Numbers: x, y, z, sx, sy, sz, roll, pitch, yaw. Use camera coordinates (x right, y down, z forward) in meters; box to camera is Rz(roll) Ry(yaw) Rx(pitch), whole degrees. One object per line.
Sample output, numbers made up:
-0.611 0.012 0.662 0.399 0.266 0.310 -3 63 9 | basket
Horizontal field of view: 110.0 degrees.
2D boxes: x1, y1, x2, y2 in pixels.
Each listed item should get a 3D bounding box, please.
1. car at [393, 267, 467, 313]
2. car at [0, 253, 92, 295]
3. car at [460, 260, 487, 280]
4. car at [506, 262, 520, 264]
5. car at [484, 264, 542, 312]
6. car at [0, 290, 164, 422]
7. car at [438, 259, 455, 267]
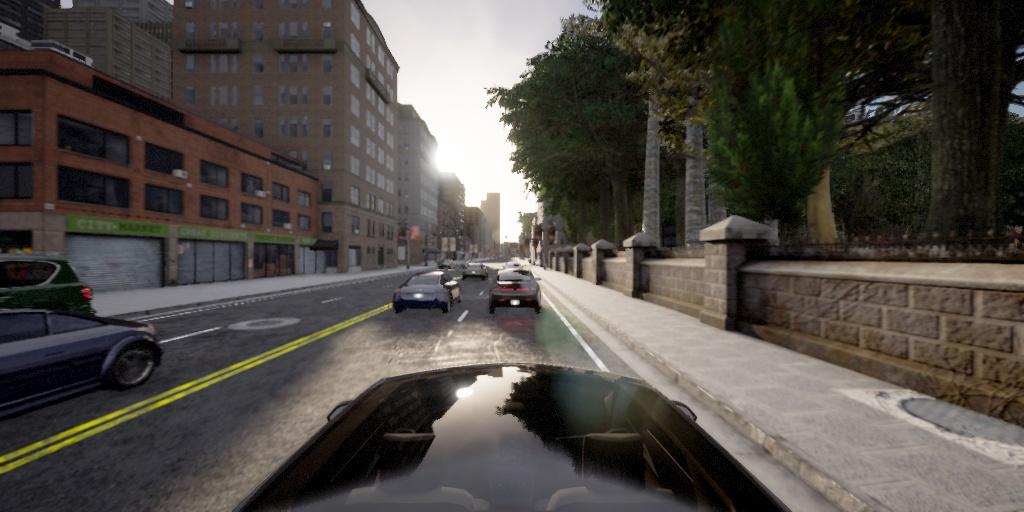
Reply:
-3.149 1.309 14.079 1.994 1.385 4.181 0 0 0 | car
-9.861 0.970 5.167 2.150 2.045 5.566 0 0 0 | car
-3.148 1.303 31.355 1.994 1.385 4.181 0 0 0 | car
0.102 1.265 31.783 1.812 1.442 4.674 0 0 0 | car
0.102 1.251 14.062 1.837 1.490 4.892 0 0 0 | car
-6.600 1.313 3.991 1.994 1.385 4.181 0 0 0 | car
-9.751 1.241 53.644 1.837 1.490 4.892 0 0 0 | car
